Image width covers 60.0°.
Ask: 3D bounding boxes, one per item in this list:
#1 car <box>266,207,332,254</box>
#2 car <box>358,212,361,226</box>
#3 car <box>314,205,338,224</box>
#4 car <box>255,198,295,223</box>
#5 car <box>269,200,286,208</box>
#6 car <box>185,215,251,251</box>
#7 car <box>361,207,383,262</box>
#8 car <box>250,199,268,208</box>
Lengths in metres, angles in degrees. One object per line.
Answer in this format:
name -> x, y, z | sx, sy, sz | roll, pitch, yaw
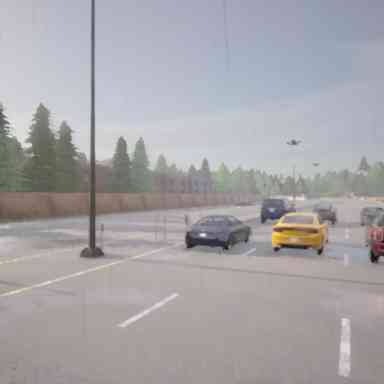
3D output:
car -> 4.836, 1.633, 14.554 | 1.882, 1.535, 5.008 | 0, 0, 25
car -> 13.612, 1.809, 24.992 | 2.033, 1.411, 5.357 | 0, -1, 26
car -> 10.884, 1.782, 27.385 | 2.128, 1.511, 4.902 | 0, -1, 26
car -> 7.322, 1.525, 28.067 | 2.150, 2.045, 5.566 | 0, 0, 26
car -> 16.285, 2.221, 63.322 | 2.033, 1.411, 5.357 | 0, -1, 26
car -> 1.312, 1.731, 15.302 | 1.994, 1.385, 4.181 | 0, -1, 26
car -> 7.661, 1.480, 12.350 | 2.097, 1.767, 4.553 | 0, -1, 25
car -> 13.114, 2.196, 64.813 | 2.128, 1.511, 4.902 | 0, -1, 26
